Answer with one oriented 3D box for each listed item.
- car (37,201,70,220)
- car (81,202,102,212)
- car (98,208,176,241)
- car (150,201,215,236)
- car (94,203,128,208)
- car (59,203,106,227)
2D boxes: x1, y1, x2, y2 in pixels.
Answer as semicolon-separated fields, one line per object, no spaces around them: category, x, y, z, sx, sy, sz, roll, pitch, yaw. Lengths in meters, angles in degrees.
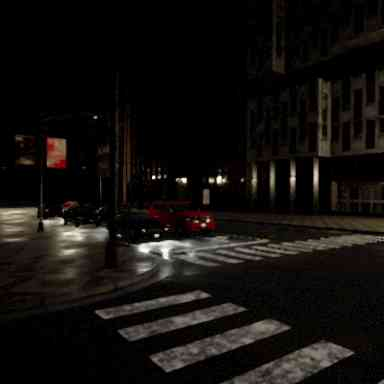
car;-14.985;1.945;35.496;2.097;1.767;4.553;1;-1;-36
car;-16.621;2.448;54.800;1.994;1.385;4.181;1;-1;-35
car;-3.360;1.888;19.290;2.033;1.411;5.357;1;-1;-36
car;-0.875;1.592;21.453;2.150;2.045;5.566;1;-1;-34
car;-6.545;1.846;29.308;2.097;1.767;4.553;1;-1;-36
car;-9.062;1.942;27.233;1.882;1.535;5.008;1;-1;-36
